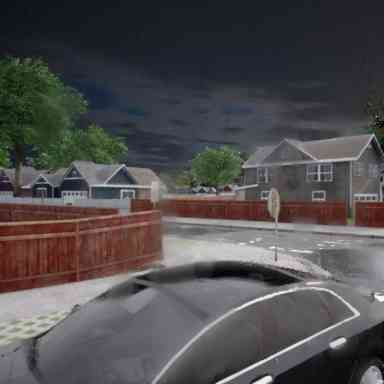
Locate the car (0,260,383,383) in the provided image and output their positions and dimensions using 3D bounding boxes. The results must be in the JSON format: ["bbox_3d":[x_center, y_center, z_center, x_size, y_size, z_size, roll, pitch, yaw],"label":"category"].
[{"bbox_3d":[-0.004,1.514,2.998,4.892,1.490,1.837,0,0,-36],"label":"car"}]
